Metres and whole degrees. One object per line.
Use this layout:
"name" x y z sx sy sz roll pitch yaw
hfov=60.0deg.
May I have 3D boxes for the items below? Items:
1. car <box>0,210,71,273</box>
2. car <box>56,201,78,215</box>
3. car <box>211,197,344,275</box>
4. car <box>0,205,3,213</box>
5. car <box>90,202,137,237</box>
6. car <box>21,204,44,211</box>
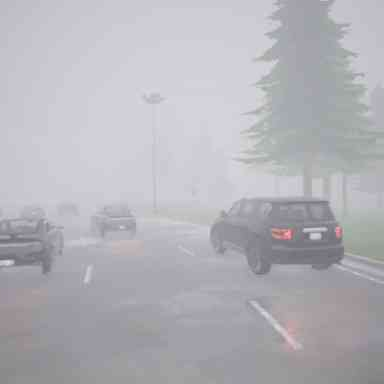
"car" -5.285 1.572 10.653 2.128 1.511 4.902 -1 0 -16
"car" -13.563 1.683 35.959 1.882 1.535 5.008 -1 0 -28
"car" 2.312 1.177 10.581 2.150 2.045 5.566 -1 0 -14
"car" -21.114 1.931 35.270 1.895 1.301 4.718 -1 0 -28
"car" -4.496 1.555 18.570 2.128 1.511 4.902 -1 0 -26
"car" -14.396 1.786 30.035 1.994 1.385 4.181 -1 0 -28
